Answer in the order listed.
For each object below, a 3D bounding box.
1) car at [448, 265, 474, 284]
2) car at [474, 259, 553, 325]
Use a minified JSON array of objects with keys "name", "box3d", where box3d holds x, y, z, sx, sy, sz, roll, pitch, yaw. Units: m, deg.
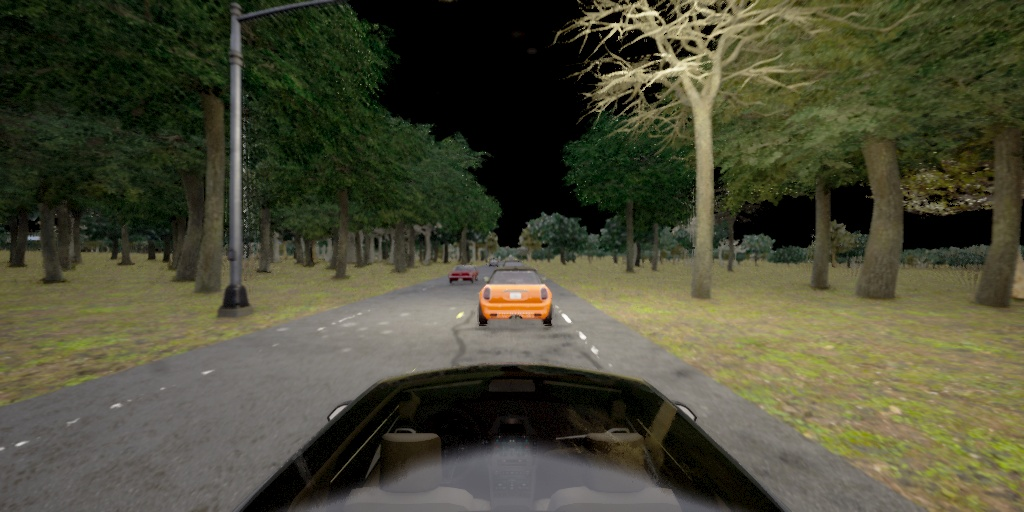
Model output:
[{"name":"car","box3d":[-3.602,1.363,27.302,1.895,1.301,4.718,0,0,0]},{"name":"car","box3d":[0.099,1.102,11.888,2.097,1.767,4.553,0,0,0]}]
